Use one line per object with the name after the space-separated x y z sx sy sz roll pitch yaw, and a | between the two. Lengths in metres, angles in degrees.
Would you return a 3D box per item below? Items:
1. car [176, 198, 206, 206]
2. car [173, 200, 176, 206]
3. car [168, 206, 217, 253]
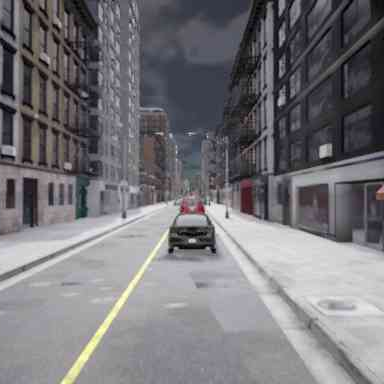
0.023 1.500 29.006 2.150 2.045 5.566 0 0 0 | car
-2.946 2.334 71.000 2.128 1.511 4.902 0 -1 0 | car
0.016 1.614 14.459 1.882 1.535 5.008 0 0 0 | car
